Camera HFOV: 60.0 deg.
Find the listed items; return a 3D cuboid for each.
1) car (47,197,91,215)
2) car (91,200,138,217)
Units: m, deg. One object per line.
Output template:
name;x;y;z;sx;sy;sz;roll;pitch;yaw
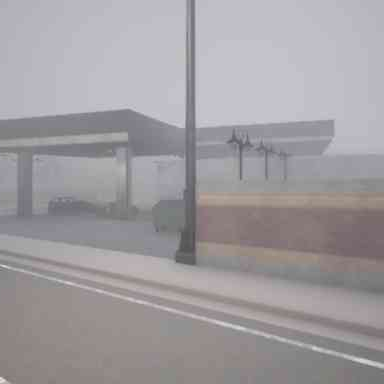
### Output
car;-11.797;1.307;32.893;2.242;1.667;4.611;0;0;37
car;-6.723;1.465;30.093;1.970;1.475;3.806;0;0;37
